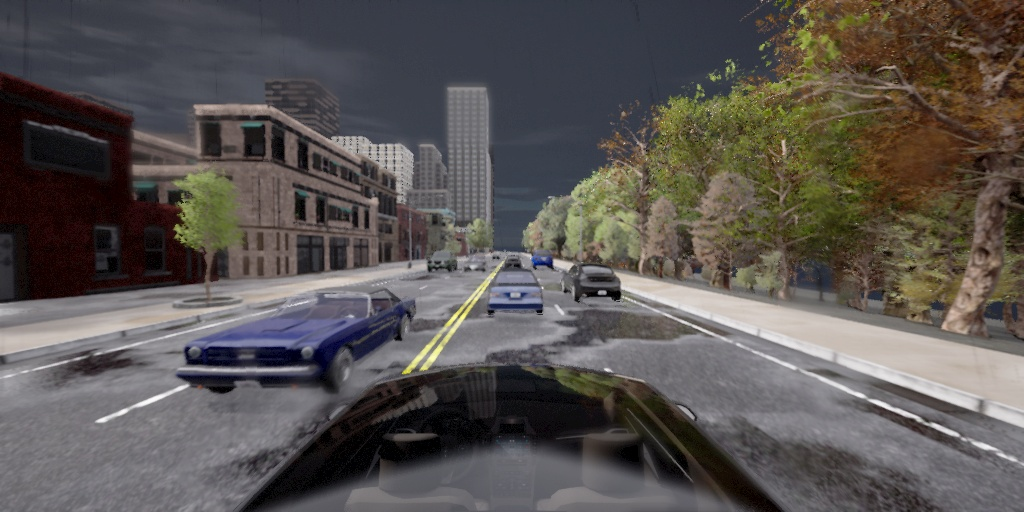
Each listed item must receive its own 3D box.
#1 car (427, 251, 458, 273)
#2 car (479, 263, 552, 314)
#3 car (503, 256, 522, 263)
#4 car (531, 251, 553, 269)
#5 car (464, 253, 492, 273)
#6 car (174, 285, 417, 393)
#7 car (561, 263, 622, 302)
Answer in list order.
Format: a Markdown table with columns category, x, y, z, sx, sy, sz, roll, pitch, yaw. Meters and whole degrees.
| category | x | y | z | sx | sy | sz | roll | pitch | yaw |
| --- | --- | --- | --- | --- | --- | --- | --- | --- | --- |
| car | -6.595 | 0.498 | 34.537 | 2.150 | 2.045 | 5.566 | 0 | 1 | 0 |
| car | 0.099 | 1.138 | 12.879 | 2.033 | 1.411 | 5.357 | 0 | 1 | 0 |
| car | 0.097 | 0.684 | 41.435 | 1.837 | 1.490 | 4.892 | 0 | 1 | 0 |
| car | 3.348 | 0.418 | 40.227 | 2.150 | 2.045 | 5.566 | 0 | 1 | 0 |
| car | -3.344 | 0.783 | 33.562 | 2.128 | 1.511 | 4.902 | 0 | 1 | 0 |
| car | -3.303 | 1.280 | 6.700 | 1.895 | 1.301 | 4.718 | 0 | 1 | 0 |
| car | 3.348 | 1.056 | 15.713 | 1.837 | 1.490 | 4.892 | 0 | 1 | 0 |
